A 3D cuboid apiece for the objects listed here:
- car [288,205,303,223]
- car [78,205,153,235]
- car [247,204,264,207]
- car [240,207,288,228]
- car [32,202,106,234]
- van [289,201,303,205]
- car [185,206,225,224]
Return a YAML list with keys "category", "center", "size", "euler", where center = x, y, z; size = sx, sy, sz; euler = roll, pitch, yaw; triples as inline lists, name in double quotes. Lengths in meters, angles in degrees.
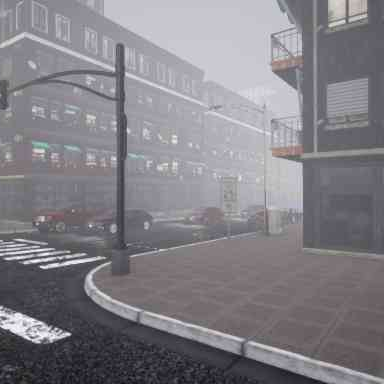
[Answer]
- category: "car"
  center: [9.030, 2.120, 30.824]
  size: [2.008, 1.369, 4.403]
  euler: [-2, -2, 35]
- category: "car"
  center: [-4.561, 1.814, 21.500]
  size: [1.837, 1.490, 4.892]
  euler: [0, -1, 35]
- category: "car"
  center: [7.270, 2.189, 38.280]
  size: [1.837, 1.490, 4.892]
  euler: [0, -1, 36]
- category: "car"
  center: [5.758, 2.048, 26.174]
  size: [1.802, 1.307, 4.206]
  euler: [-2, -2, 35]
- category: "car"
  center: [-7.647, 1.603, 21.641]
  size: [2.192, 1.841, 5.009]
  euler: [-1, -2, 35]
- category: "van"
  center: [18.527, 2.463, 58.822]
  size: [1.690, 1.788, 3.998]
  euler: [-2, -2, 35]
- category: "car"
  center: [1.294, 2.020, 29.803]
  size: [1.812, 1.442, 4.674]
  euler: [0, -1, 35]
